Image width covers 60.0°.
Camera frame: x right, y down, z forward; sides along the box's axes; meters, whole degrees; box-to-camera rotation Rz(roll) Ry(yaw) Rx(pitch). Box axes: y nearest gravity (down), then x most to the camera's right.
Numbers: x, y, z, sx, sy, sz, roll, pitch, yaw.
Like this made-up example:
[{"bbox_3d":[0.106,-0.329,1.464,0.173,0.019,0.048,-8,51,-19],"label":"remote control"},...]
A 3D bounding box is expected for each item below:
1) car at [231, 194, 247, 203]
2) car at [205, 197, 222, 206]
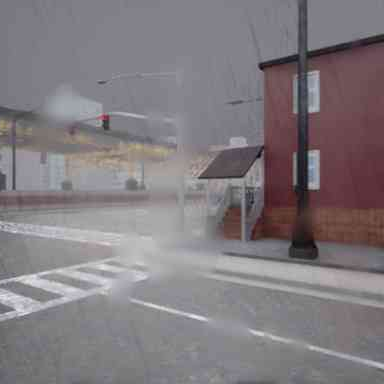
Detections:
[{"bbox_3d":[7.725,1.282,54.959,2.150,2.045,5.566,0,0,36],"label":"car"},{"bbox_3d":[4.138,1.573,55.981,1.837,1.490,4.892,0,0,36],"label":"car"}]
